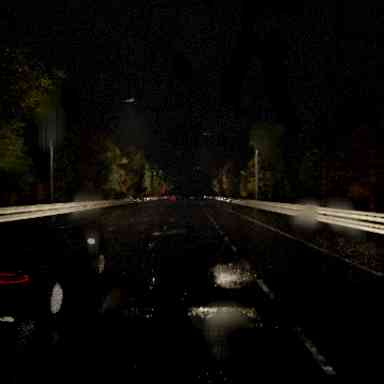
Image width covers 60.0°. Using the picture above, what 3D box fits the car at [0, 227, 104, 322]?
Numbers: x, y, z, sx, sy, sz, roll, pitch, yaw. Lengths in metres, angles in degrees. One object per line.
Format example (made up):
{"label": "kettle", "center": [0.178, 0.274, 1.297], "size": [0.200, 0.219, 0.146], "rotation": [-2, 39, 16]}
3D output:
{"label": "car", "center": [-3.402, 1.526, 7.479], "size": [1.882, 1.535, 5.008], "rotation": [0, 0, 0]}
